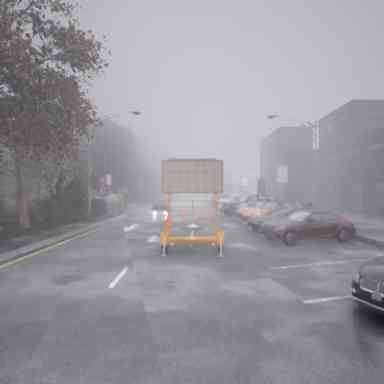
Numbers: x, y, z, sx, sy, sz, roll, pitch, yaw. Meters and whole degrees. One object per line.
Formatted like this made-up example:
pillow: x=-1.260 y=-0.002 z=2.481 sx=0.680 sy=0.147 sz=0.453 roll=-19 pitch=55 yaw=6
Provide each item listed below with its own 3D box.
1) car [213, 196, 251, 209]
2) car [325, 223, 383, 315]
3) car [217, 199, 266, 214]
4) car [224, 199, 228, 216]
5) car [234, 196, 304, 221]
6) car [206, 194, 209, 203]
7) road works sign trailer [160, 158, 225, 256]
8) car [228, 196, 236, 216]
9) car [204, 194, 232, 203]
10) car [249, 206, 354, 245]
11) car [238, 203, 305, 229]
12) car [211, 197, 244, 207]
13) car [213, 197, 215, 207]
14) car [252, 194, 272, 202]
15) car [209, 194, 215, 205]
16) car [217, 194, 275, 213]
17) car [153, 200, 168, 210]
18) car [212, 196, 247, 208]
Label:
car: x=5.438 y=1.416 z=45.302 sx=4.553 sy=1.767 sz=2.185 roll=1 pitch=0 yaw=-20
car: x=5.316 y=1.488 z=6.283 sx=4.892 sy=1.521 sz=2.231 roll=1 pitch=0 yaw=-20
car: x=5.394 y=1.547 z=36.286 sx=4.792 sy=1.488 sz=2.163 roll=1 pitch=0 yaw=-20
car: x=5.373 y=1.540 z=27.293 sx=4.674 sy=1.452 sz=2.002 roll=1 pitch=0 yaw=-20
car: x=5.381 y=1.368 z=21.295 sx=4.553 sy=1.767 sz=2.185 roll=1 pitch=0 yaw=-20
car: x=5.512 y=1.586 z=57.323 sx=5.008 sy=1.535 sz=2.097 roll=1 pitch=-1 yaw=-20
road works sign trailer: x=0.022 y=0.466 z=13.022 sx=2.380 sy=3.560 sz=2.880 roll=0 pitch=0 yaw=0
car: x=5.395 y=1.371 z=24.297 sx=4.553 sy=1.767 sz=2.185 roll=1 pitch=0 yaw=-20
car: x=5.569 y=1.395 z=72.361 sx=5.566 sy=2.045 sz=2.435 roll=1 pitch=0 yaw=-20
car: x=5.329 y=1.529 z=15.284 sx=4.674 sy=1.452 sz=2.002 roll=1 pitch=0 yaw=-20
car: x=5.309 y=1.519 z=18.275 sx=4.792 sy=1.488 sz=2.163 roll=1 pitch=0 yaw=-20
car: x=5.498 y=1.604 z=51.311 sx=4.674 sy=1.452 sz=2.002 roll=1 pitch=0 yaw=-20
car: x=5.232 y=1.505 z=33.229 sx=5.366 sy=1.575 sz=1.946 roll=1 pitch=0 yaw=-20
car: x=18.572 y=1.468 z=88.322 sx=2.435 sy=2.045 sz=5.566 roll=0 pitch=0 yaw=-21
car: x=5.416 y=1.273 z=39.288 sx=5.566 sy=2.045 sz=2.435 roll=1 pitch=0 yaw=-20
car: x=5.381 y=1.254 z=30.271 sx=5.566 sy=2.045 sz=2.435 roll=1 pitch=0 yaw=-20
car: x=-3.976 y=1.650 z=43.119 sx=1.895 sy=1.301 sz=4.718 roll=0 pitch=0 yaw=0
car: x=5.452 y=1.427 z=48.303 sx=4.553 sy=1.767 sz=2.185 roll=1 pitch=0 yaw=-20
